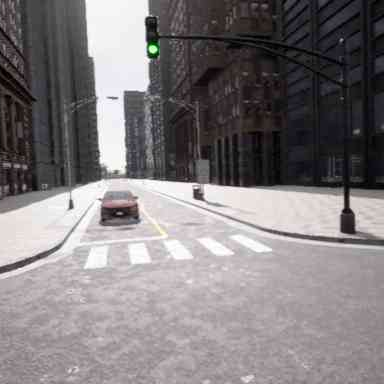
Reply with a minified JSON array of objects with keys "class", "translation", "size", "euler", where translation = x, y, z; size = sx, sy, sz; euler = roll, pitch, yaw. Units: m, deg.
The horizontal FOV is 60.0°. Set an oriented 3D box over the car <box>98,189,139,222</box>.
[{"class":"car","translation":[-4.003,0.624,18.129],"size":[1.882,1.535,5.008],"euler":[-3,3,-13]}]
